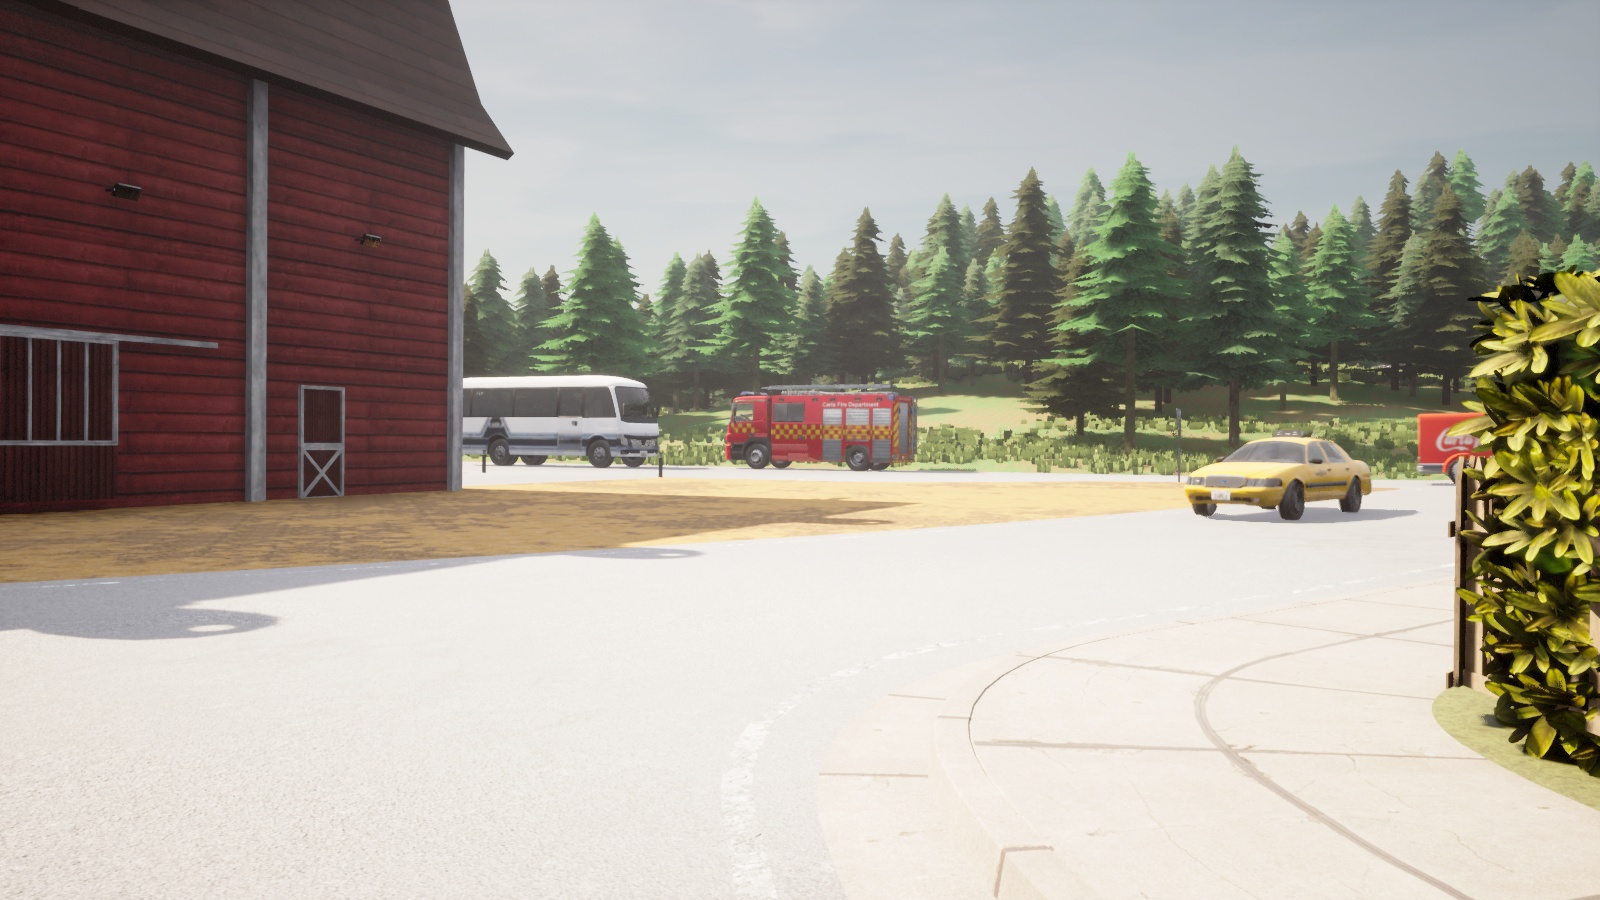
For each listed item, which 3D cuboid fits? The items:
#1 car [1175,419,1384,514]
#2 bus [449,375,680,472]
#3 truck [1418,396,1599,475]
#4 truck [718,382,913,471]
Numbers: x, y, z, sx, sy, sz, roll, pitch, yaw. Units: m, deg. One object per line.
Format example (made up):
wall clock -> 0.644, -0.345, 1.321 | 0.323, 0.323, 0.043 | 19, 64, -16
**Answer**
car -> 9.081, 0.232, 23.486 | 1.801, 1.575, 5.366 | 0, 1, 42
bus -> -11.111, -1.139, 59.087 | 10.273, 4.253, 3.944 | 0, 0, 26
truck -> 23.733, -0.455, 42.292 | 5.204, 2.467, 2.627 | -1, 0, 26
truck -> 0.667, -1.022, 57.294 | 8.468, 3.827, 2.891 | 0, 0, 26
